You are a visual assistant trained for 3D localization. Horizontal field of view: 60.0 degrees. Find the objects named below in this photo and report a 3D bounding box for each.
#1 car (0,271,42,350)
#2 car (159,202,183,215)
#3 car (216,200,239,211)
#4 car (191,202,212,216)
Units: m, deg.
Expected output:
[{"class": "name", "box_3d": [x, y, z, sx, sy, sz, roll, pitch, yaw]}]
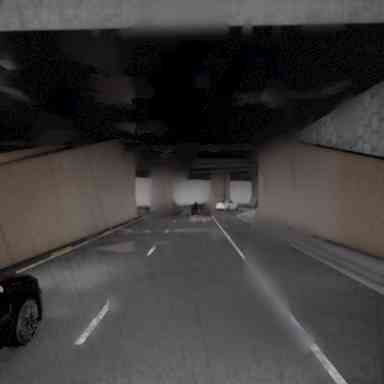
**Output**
[{"class": "car", "box_3d": [-3.364, 1.522, 3.503, 2.128, 1.511, 4.902, 0, 0, 0]}, {"class": "car", "box_3d": [-2.354, 1.880, 38.135, 2.033, 1.411, 5.357, 0, 0, 8]}, {"class": "car", "box_3d": [5.176, 1.952, 48.709, 1.812, 1.442, 4.674, 0, -1, 34]}, {"class": "car", "box_3d": [1.117, 1.821, 37.704, 2.128, 1.511, 4.902, 0, -1, 9]}]
